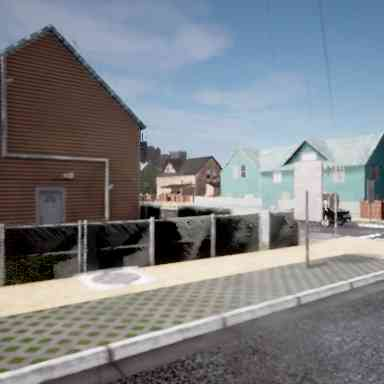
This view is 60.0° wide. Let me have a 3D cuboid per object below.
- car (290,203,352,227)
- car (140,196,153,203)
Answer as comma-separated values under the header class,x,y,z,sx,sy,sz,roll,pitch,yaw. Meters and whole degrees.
class,x,y,z,sx,sy,sz,roll,pitch,yaw
car,8.532,1.541,23.172,1.837,1.490,4.892,0,1,-36
car,-6.173,1.236,38.341,2.097,1.767,4.553,0,1,-36
